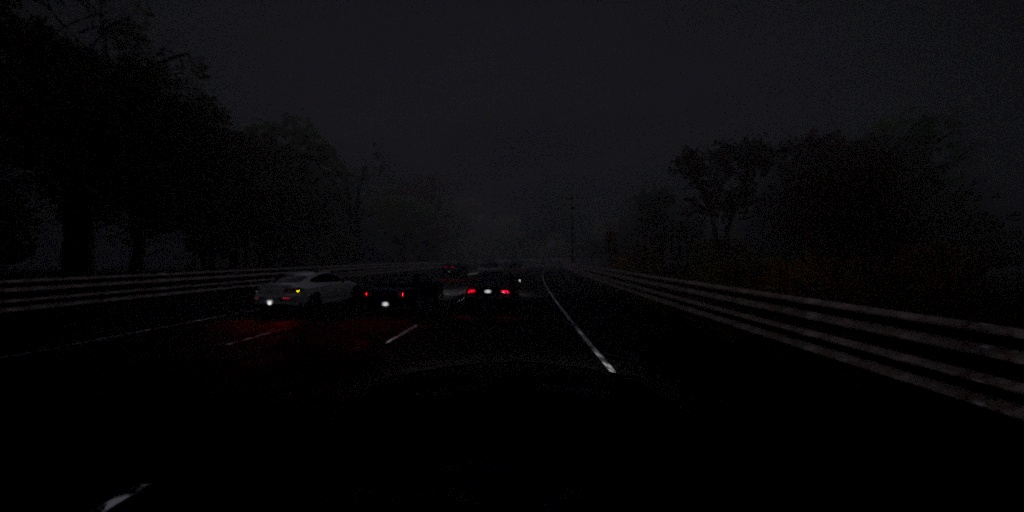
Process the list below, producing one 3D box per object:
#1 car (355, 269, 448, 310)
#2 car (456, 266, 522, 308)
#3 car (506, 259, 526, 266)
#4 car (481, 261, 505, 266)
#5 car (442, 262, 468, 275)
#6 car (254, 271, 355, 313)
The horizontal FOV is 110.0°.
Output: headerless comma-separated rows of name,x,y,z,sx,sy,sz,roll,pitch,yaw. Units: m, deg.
car,-4.241,1.372,14.676,1.895,1.301,4.718,0,0,4
car,-0.674,1.325,15.291,2.033,1.411,5.357,0,0,4
car,0.744,1.396,63.238,2.128,1.511,4.902,0,0,8
car,-2.281,1.430,37.588,1.895,1.301,4.718,0,0,6
car,-5.829,1.314,37.061,2.128,1.511,4.902,0,0,6
car,-7.766,1.291,14.036,1.812,1.442,4.674,0,0,4
